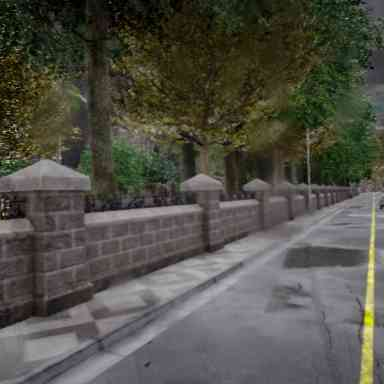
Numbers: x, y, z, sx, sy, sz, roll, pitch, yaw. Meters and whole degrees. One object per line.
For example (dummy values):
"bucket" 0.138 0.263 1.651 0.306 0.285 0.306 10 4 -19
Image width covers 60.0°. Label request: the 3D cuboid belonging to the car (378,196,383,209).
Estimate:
"car" 21.970 1.142 37.153 2.033 1.411 5.357 -2 -1 29
